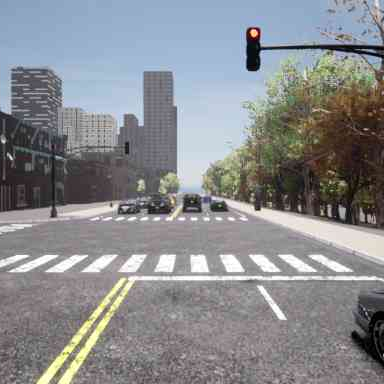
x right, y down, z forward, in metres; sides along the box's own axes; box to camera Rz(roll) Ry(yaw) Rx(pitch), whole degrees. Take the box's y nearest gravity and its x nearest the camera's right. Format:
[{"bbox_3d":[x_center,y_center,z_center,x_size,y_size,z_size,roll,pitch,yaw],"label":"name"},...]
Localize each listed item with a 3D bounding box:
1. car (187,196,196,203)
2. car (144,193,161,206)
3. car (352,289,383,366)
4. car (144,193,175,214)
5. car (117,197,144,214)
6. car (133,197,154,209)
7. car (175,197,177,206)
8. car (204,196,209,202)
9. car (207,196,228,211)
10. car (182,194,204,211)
[{"bbox_3d":[-0.034,1.500,67.976,1.812,1.442,4.674,0,0,0],"label":"car"},{"bbox_3d":[-6.693,1.202,56.951,2.150,2.045,5.566,0,0,1],"label":"car"},{"bbox_3d":[3.345,1.547,2.571,2.033,1.411,5.357,0,0,0],"label":"car"},{"bbox_3d":[-3.422,1.210,35.909,2.150,2.045,5.566,0,0,1],"label":"car"},{"bbox_3d":[-6.661,1.481,35.582,2.128,1.511,4.902,0,0,0],"label":"car"},{"bbox_3d":[-6.675,1.476,45.983,2.128,1.511,4.902,0,0,0],"label":"car"},{"bbox_3d":[-3.426,1.462,45.907,1.882,1.535,5.008,0,0,0],"label":"car"},{"bbox_3d":[3.215,1.451,68.460,1.882,1.535,5.008,0,0,0],"label":"car"},{"bbox_3d":[3.268,1.550,41.123,1.994,1.385,4.181,0,0,0],"label":"car"},{"bbox_3d":[0.020,1.208,40.284,2.150,2.045,5.566,0,0,0],"label":"car"}]
